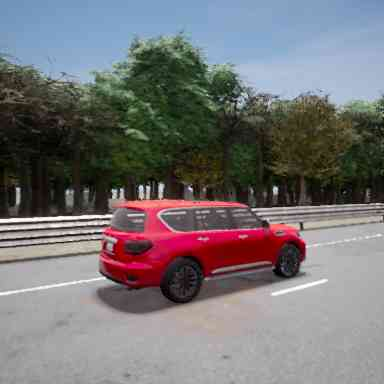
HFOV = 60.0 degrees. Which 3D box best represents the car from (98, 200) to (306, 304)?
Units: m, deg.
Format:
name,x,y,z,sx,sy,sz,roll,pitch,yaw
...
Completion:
name,x,y,z,sx,sy,sz,roll,pitch,yaw
car,0.488,1.223,8.407,5.566,2.045,2.150,0,0,-35
